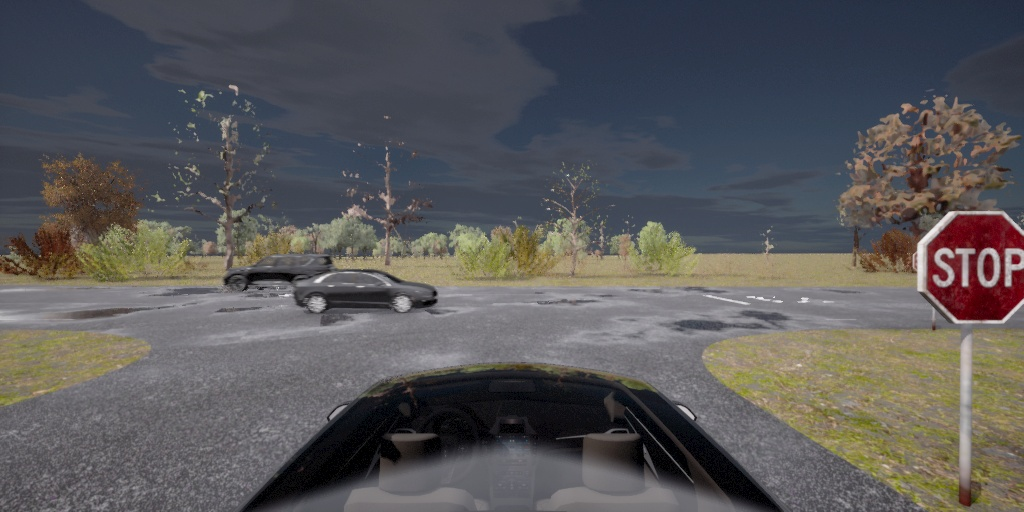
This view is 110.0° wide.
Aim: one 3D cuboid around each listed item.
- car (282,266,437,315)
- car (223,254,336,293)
[{"bbox_3d":[-5.194,1.251,12.983,4.892,1.490,1.837,0,0,-1],"label":"car"},{"bbox_3d":[-12.606,0.923,19.811,5.566,2.045,2.150,0,0,-2],"label":"car"}]
